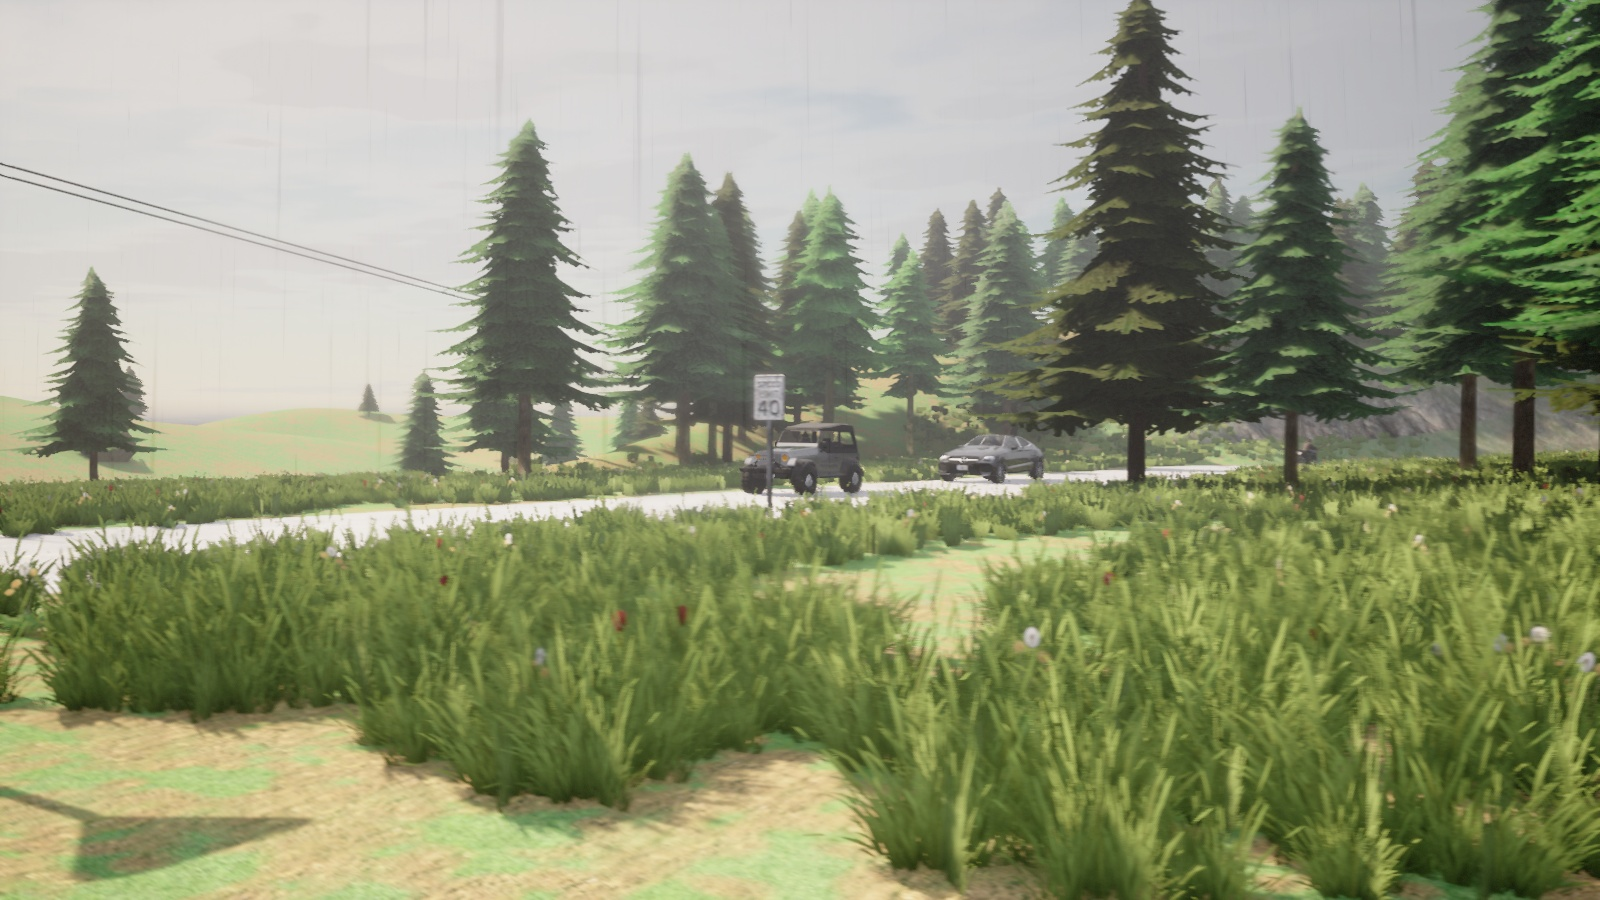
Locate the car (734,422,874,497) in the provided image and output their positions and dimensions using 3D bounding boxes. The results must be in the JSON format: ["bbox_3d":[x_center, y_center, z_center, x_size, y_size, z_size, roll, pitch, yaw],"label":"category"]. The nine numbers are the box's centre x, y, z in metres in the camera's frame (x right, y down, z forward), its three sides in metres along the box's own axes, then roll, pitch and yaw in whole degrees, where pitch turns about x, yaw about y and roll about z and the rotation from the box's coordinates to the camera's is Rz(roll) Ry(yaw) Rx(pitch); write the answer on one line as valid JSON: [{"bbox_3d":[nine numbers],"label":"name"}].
[{"bbox_3d":[0.173,0.206,33.264,1.905,1.878,3.866,0,1,33],"label":"car"}]

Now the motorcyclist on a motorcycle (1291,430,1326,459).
[{"bbox_3d":[26.972,-0.304,66.552,2.044,1.523,0.797,-1,3,-39],"label":"motorcyclist on a motorcycle"}]

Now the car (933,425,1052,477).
[{"bbox_3d":[6.716,-0.008,43.315,2.152,1.651,5.027,0,1,33],"label":"car"}]
